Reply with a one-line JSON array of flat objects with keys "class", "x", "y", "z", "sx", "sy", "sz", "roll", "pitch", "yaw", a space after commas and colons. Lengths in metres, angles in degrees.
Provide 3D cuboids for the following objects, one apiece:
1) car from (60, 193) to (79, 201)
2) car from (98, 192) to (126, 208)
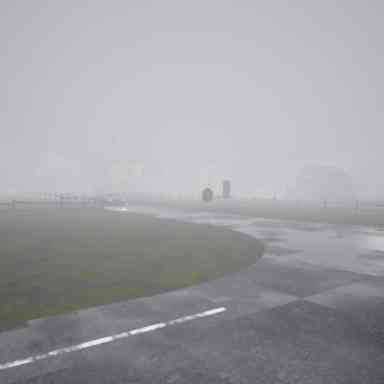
[{"class": "car", "x": -20.345, "y": 0.808, "z": 55.134, "sx": 2.033, "sy": 1.411, "sz": 5.357, "roll": -1, "pitch": 1, "yaw": -35}, {"class": "car", "x": -9.610, "y": 0.861, "z": 39.674, "sx": 2.097, "sy": 1.767, "sz": 4.553, "roll": -1, "pitch": 1, "yaw": -35}]
